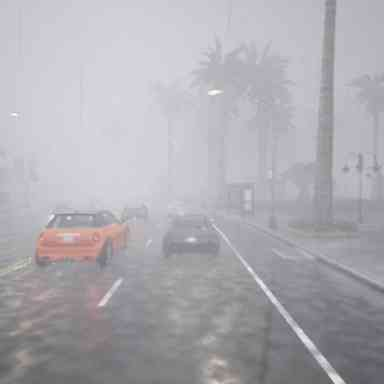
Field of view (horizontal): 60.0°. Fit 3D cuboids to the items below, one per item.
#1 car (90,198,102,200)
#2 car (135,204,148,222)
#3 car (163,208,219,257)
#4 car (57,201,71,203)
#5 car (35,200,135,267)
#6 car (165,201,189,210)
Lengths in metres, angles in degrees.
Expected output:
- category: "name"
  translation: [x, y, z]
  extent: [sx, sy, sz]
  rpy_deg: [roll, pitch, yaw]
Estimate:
- category: "car"
  translation: [-11.262, 1.493, 39.131]
  extent: [2.128, 1.511, 4.902]
  rpy_deg: [0, 0, -19]
- category: "car"
  translation: [-4.402, 1.585, 26.037]
  extent: [1.895, 1.301, 4.718]
  rpy_deg: [0, 0, -7]
- category: "car"
  translation: [-0.048, 1.544, 12.976]
  extent: [1.994, 1.385, 4.181]
  rpy_deg: [0, 0, -1]
- category: "car"
  translation: [-13.820, 1.621, 35.884]
  extent: [1.895, 1.301, 4.718]
  rpy_deg: [0, 0, -17]
- category: "car"
  translation: [-3.534, 1.355, 11.588]
  extent: [2.097, 1.767, 4.553]
  rpy_deg: [0, 0, 0]
- category: "car"
  translation: [-1.291, 1.488, 28.780]
  extent: [1.812, 1.442, 4.674]
  rpy_deg: [0, 0, -9]
